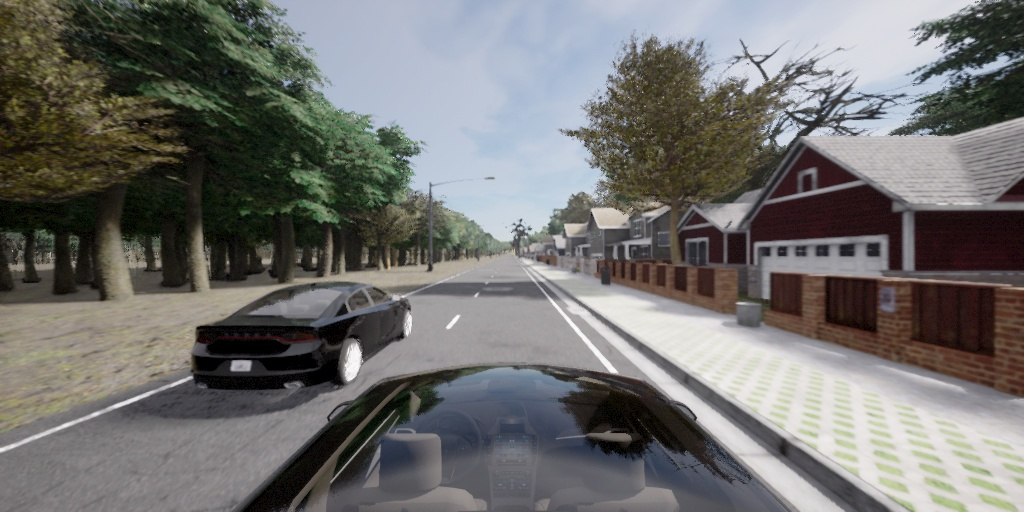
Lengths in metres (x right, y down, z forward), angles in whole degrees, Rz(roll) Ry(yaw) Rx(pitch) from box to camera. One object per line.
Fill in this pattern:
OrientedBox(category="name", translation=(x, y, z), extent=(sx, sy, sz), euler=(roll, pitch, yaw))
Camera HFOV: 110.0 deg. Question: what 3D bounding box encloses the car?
OrientedBox(category="car", translation=(-3.406, 1.220, 6.979), extent=(1.882, 1.535, 5.008), euler=(0, 0, 0))
